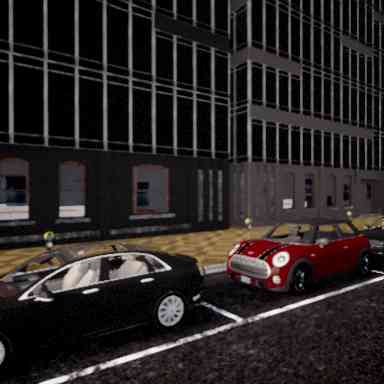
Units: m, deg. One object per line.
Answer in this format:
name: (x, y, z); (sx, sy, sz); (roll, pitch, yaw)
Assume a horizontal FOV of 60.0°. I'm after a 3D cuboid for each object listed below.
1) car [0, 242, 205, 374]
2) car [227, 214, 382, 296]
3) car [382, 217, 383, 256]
car: (-1.816, 1.547, 5.264); (4.403, 1.369, 2.008); (0, 0, -35)
car: (2.820, 1.422, 8.568); (4.097, 1.590, 1.967); (0, 0, -35)
car: (7.456, 1.517, 11.872); (4.403, 1.369, 2.008); (0, 0, -35)
